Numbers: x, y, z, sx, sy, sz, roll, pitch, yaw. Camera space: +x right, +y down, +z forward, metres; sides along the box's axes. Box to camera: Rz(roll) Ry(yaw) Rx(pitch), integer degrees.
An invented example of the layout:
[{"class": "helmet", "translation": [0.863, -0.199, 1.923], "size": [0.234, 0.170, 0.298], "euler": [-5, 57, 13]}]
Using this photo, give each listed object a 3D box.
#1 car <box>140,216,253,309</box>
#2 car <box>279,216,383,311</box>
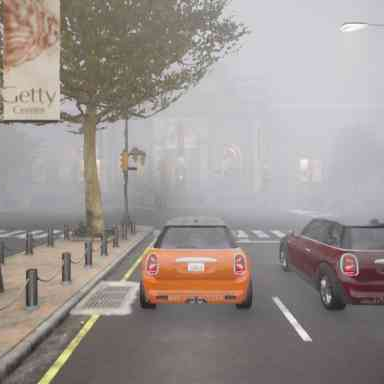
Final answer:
[{"class": "car", "translation": [0.086, 1.352, 8.030], "size": [2.097, 1.767, 4.553], "euler": [0, 0, 0]}, {"class": "car", "translation": [3.585, 1.352, 7.933], "size": [2.097, 1.767, 4.553], "euler": [0, 0, 0]}]
